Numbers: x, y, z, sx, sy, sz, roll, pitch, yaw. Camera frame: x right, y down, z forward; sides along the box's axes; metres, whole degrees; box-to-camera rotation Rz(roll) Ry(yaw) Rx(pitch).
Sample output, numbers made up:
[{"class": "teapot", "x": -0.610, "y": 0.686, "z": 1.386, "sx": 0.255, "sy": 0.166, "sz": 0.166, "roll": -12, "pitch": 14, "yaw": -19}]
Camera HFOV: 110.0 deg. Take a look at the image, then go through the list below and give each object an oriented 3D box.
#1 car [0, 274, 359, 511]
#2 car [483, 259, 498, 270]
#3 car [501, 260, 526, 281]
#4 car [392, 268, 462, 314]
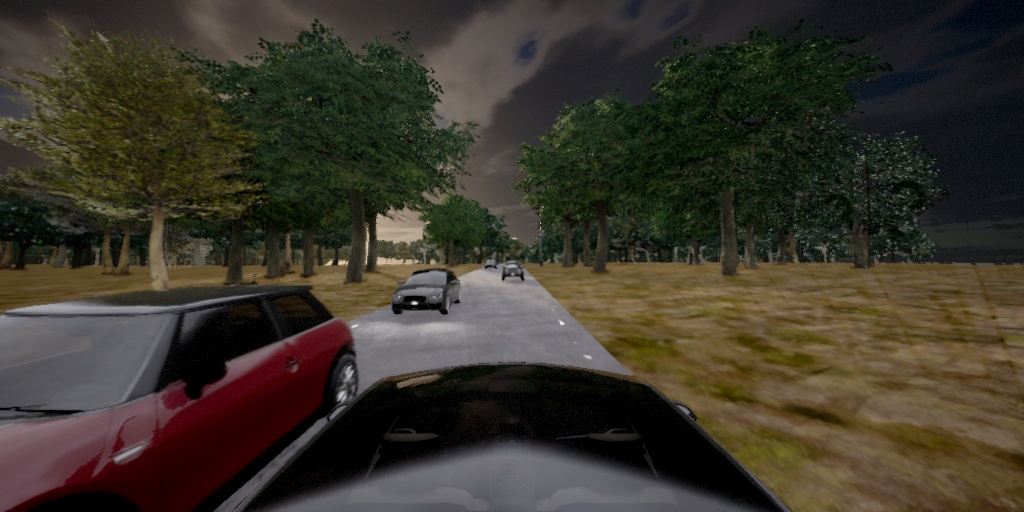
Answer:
[{"class": "car", "x": -3.100, "y": 1.103, "z": 2.902, "sx": 2.097, "sy": 1.767, "sz": 4.553, "roll": 0, "pitch": 0, "yaw": 0}, {"class": "car", "x": -3.112, "y": 1.244, "z": 53.102, "sx": 1.837, "sy": 1.490, "sz": 4.892, "roll": 0, "pitch": 0, "yaw": 0}, {"class": "car", "x": 0.078, "y": 1.279, "z": 30.517, "sx": 1.812, "sy": 1.442, "sz": 4.674, "roll": 0, "pitch": 0, "yaw": 0}, {"class": "car", "x": -3.093, "y": 1.259, "z": 13.822, "sx": 1.837, "sy": 1.490, "sz": 4.892, "roll": 0, "pitch": 0, "yaw": 0}]
